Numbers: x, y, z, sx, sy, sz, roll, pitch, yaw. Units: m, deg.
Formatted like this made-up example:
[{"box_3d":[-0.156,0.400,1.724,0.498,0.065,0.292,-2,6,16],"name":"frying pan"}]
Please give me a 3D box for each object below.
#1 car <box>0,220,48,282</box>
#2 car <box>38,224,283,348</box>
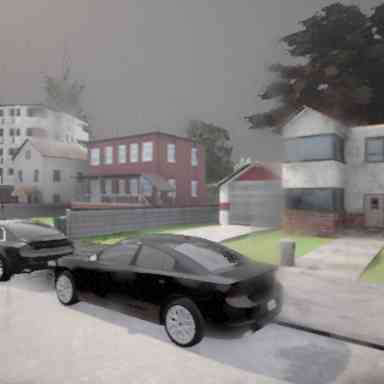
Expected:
[{"box_3d":[-5.565,1.613,10.168,4.892,1.490,1.837,0,-1,37],"name":"car"},{"box_3d":[-0.766,1.571,6.567,5.008,1.535,1.882,0,-1,37],"name":"car"}]
